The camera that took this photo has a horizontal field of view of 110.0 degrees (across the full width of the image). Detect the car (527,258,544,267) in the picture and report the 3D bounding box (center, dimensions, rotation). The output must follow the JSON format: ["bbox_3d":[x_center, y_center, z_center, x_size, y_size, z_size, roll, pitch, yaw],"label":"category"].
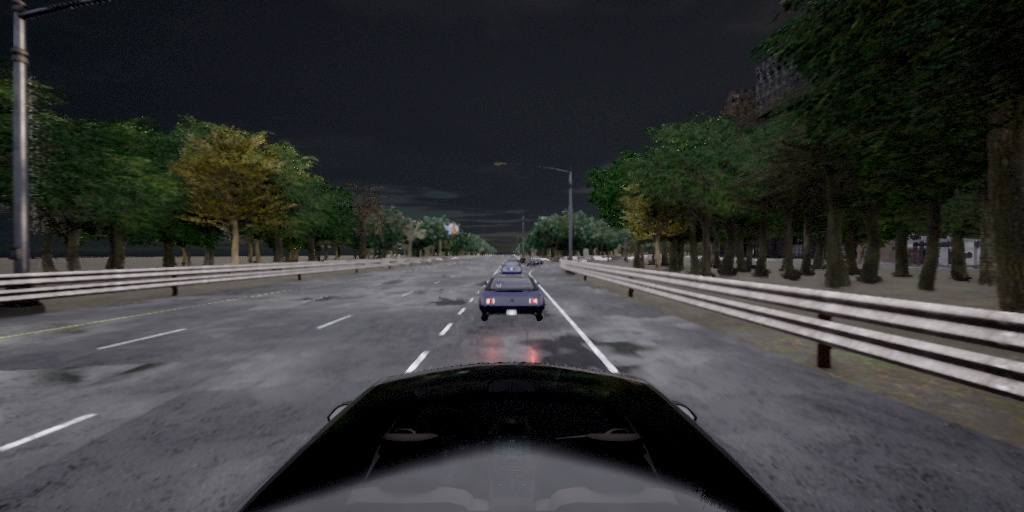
[{"bbox_3d":[3.838,1.012,57.843,1.895,1.301,4.718,0,0,17],"label":"car"}]

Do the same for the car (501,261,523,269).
[{"bbox_3d":[-0.001,1.115,32.239,2.033,1.411,5.357,0,0,1],"label":"car"}]

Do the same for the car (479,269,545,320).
[{"bbox_3d":[-0.006,1.287,12.296,1.895,1.301,4.718,0,0,0],"label":"car"}]
